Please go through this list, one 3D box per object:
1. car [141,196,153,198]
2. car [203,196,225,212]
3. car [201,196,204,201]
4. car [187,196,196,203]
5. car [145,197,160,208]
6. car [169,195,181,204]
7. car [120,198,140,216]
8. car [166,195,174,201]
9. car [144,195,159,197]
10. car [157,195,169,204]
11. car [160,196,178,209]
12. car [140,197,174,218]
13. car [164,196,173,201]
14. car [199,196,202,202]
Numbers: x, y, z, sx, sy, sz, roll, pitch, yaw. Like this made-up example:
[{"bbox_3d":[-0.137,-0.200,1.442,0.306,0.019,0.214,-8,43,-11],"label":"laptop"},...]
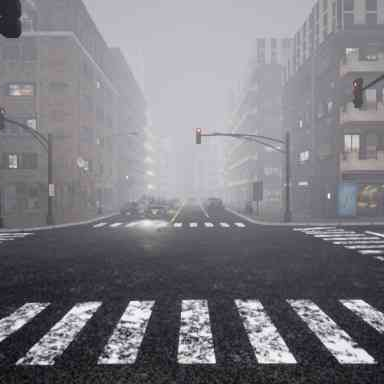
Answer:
[{"bbox_3d":[-5.748,1.534,37.734,1.752,1.417,4.829,0,0,0],"label":"car"},{"bbox_3d":[2.632,1.448,37.919,1.967,1.590,4.097,0,0,0],"label":"car"},{"bbox_3d":[2.623,1.451,43.601,1.967,1.590,4.097,0,0,0],"label":"car"},{"bbox_3d":[-0.065,1.539,70.643,2.128,1.511,4.902,0,0,0],"label":"car"},{"bbox_3d":[-5.766,1.539,49.098,1.752,1.417,4.829,0,0,0],"label":"car"},{"bbox_3d":[-3.114,1.587,63.014,1.994,1.385,4.181,0,0,0],"label":"car"},{"bbox_3d":[-5.739,1.572,32.221,1.947,1.339,4.313,0,0,0],"label":"car"},{"bbox_3d":[-5.828,1.595,89.045,2.008,1.369,4.403,0,0,0],"label":"car"},{"bbox_3d":[-5.758,1.326,43.586,2.192,1.841,5.009,0,0,0],"label":"car"},{"bbox_3d":[-5.793,1.465,66.316,1.967,1.590,4.097,0,0,0],"label":"car"},{"bbox_3d":[-3.166,1.612,43.605,1.895,1.301,4.718,0,0,0],"label":"car"},{"bbox_3d":[-3.138,1.497,30.656,2.128,1.511,4.902,0,0,1],"label":"car"},{"bbox_3d":[-5.819,1.589,83.362,2.008,1.369,4.403,0,0,0],"label":"car"},{"bbox_3d":[2.606,1.599,54.966,1.802,1.307,4.206,0,0,0],"label":"car"}]
